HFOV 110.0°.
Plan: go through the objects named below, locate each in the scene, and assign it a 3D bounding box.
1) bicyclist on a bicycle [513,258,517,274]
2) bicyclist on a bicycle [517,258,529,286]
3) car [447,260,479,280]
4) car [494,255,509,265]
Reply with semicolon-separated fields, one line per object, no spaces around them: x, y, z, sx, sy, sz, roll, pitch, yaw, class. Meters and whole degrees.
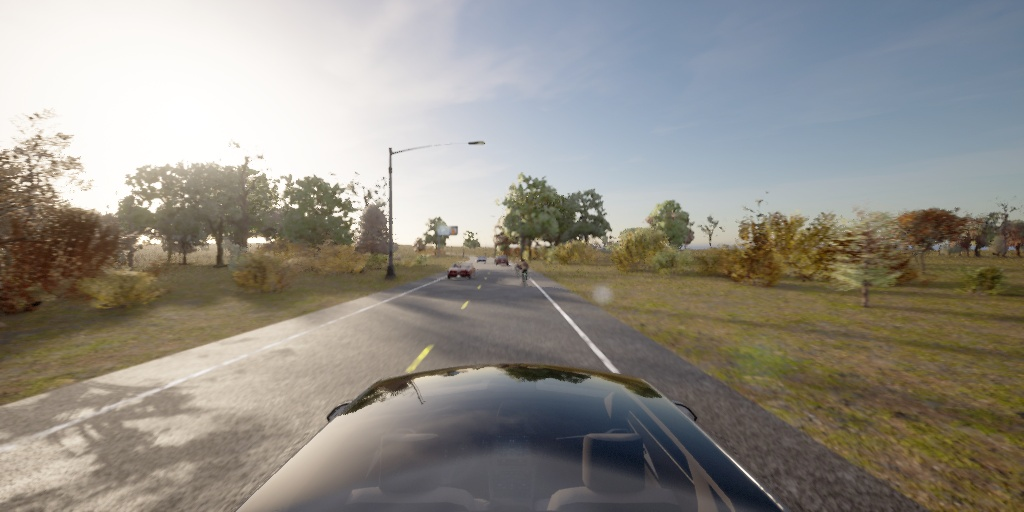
0.488;0.939;32.560;0.866;1.612;1.509;0;0;-2;bicyclist on a bicycle
0.765;1.043;21.699;0.582;1.620;1.656;0;0;-1;bicyclist on a bicycle
-3.943;1.147;28.391;1.895;1.301;4.718;0;0;-1;car
-1.681;0.617;60.617;2.097;1.767;4.553;0;1;-3;car
